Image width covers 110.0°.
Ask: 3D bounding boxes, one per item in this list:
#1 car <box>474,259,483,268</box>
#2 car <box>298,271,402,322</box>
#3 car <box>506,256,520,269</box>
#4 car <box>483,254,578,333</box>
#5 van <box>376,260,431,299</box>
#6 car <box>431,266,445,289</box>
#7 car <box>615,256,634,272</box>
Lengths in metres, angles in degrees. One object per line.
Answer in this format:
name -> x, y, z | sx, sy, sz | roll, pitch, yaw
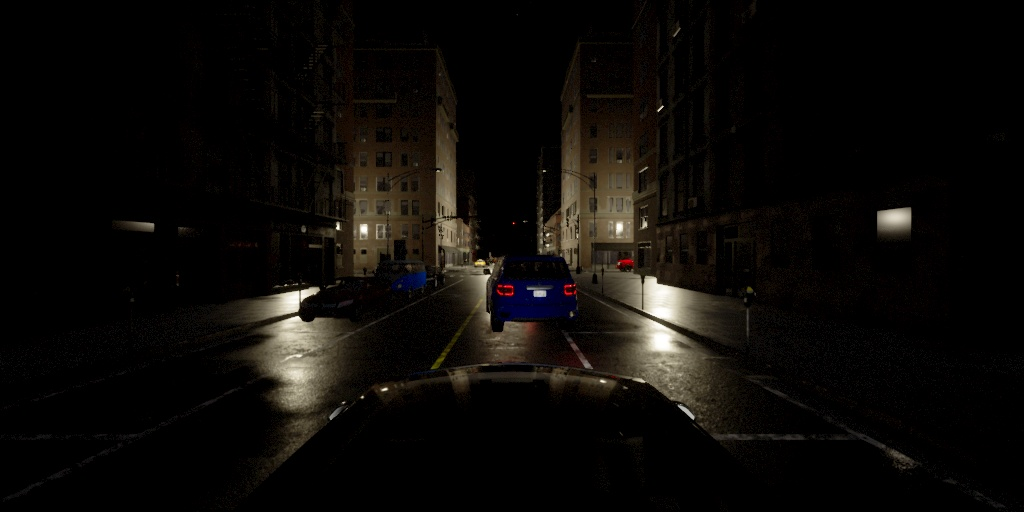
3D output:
car -> -5.396, 1.272, 60.765 | 1.751, 1.417, 4.829 | 0, 0, 0
car -> -5.395, 1.331, 12.159 | 1.802, 1.307, 4.207 | 0, 0, 0
car -> 0.187, 0.969, 58.881 | 2.150, 2.045, 5.566 | 0, 0, -1
car -> 0.359, 0.971, 11.001 | 2.150, 2.045, 5.566 | 0, 0, -6
van -> -5.394, 1.090, 17.565 | 1.690, 1.789, 3.998 | 0, 0, 0
car -> -5.394, 1.299, 22.971 | 2.007, 1.370, 4.403 | 0, 0, 0
car -> 15.327, 0.877, 43.024 | 5.566, 2.045, 2.150 | 0, 0, 0
